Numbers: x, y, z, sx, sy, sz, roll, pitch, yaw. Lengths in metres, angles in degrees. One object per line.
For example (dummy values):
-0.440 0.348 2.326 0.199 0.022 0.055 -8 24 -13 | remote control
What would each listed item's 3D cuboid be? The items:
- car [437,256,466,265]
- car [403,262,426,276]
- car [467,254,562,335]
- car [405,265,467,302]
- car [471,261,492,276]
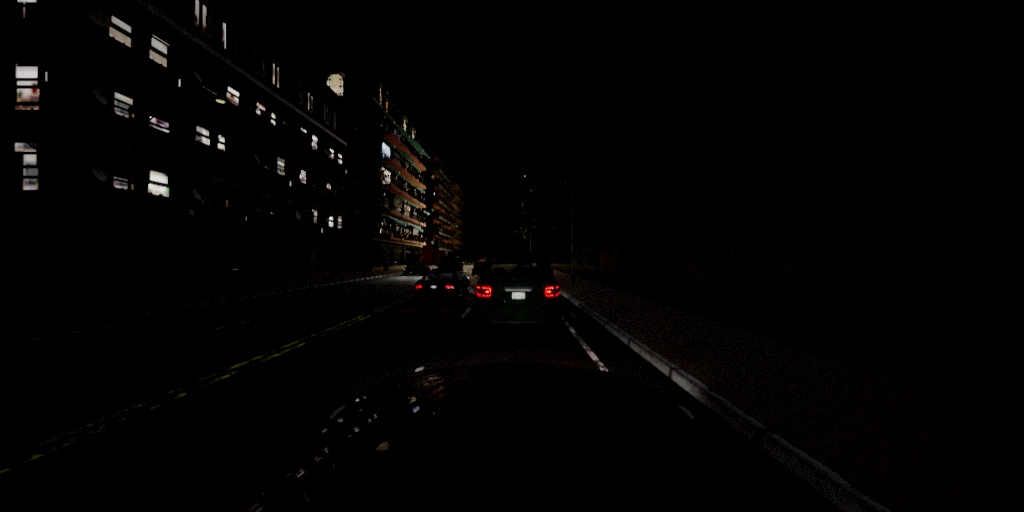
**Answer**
-6.595 0.999 38.421 2.150 2.045 5.566 0 0 0 | car
-9.844 1.302 37.194 1.812 1.442 4.674 0 0 0 | car
0.103 0.979 10.669 2.150 2.045 5.566 0 0 -1 | car
-3.149 1.309 16.952 2.033 1.411 5.357 0 0 0 | car
-3.143 1.303 38.106 1.812 1.442 4.674 0 0 0 | car
